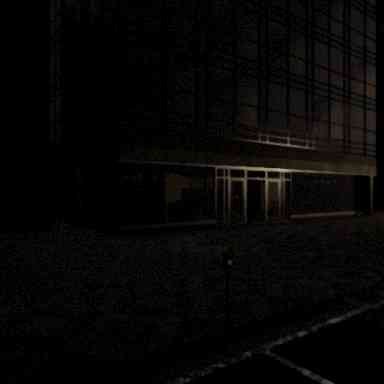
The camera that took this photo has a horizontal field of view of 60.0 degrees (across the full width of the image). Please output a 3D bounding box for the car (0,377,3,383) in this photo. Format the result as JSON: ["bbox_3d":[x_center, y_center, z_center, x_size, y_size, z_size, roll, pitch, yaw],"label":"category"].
[{"bbox_3d":[-2.986,1.317,0.418,5.009,1.841,2.192,0,0,-35],"label":"car"}]
